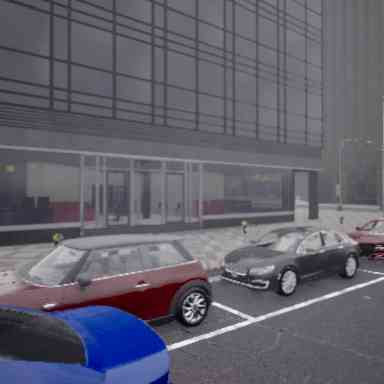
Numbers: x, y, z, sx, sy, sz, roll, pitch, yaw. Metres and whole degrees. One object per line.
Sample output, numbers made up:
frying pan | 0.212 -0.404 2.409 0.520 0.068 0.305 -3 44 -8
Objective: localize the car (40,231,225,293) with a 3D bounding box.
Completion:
car | -1.689 1.479 5.433 4.097 1.590 1.967 0 0 -36

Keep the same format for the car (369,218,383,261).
car | 7.094 1.619 11.910 4.507 1.381 1.887 0 -1 -36

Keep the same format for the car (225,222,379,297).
car | 2.703 1.607 8.671 4.403 1.369 2.008 0 0 -36

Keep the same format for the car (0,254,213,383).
car | -2.418 1.492 1.585 5.008 1.535 1.882 0 -1 -36
